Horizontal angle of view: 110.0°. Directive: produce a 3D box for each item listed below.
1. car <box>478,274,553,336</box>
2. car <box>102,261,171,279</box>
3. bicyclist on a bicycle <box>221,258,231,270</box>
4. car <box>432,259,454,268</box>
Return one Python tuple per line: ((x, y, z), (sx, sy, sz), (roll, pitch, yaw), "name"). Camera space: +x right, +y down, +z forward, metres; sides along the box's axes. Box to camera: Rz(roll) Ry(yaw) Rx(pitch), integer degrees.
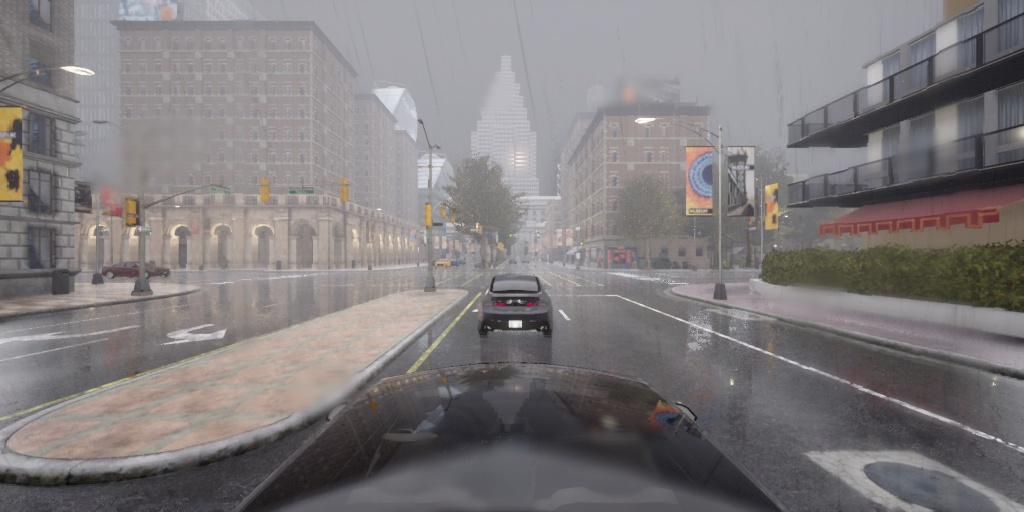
((0.096, 1.256, 10.412), (1.837, 1.490, 4.892), (0, 0, 0), "car")
((-33.654, 1.228, 32.203), (5.008, 1.535, 1.882), (0, 0, 0), "car")
((-37.204, 1.050, 46.660), (0.582, 1.620, 1.656), (0, 0, 0), "bicyclist on a bicycle")
((-11.450, 1.228, 59.578), (1.882, 1.535, 5.008), (0, 0, 0), "car")
